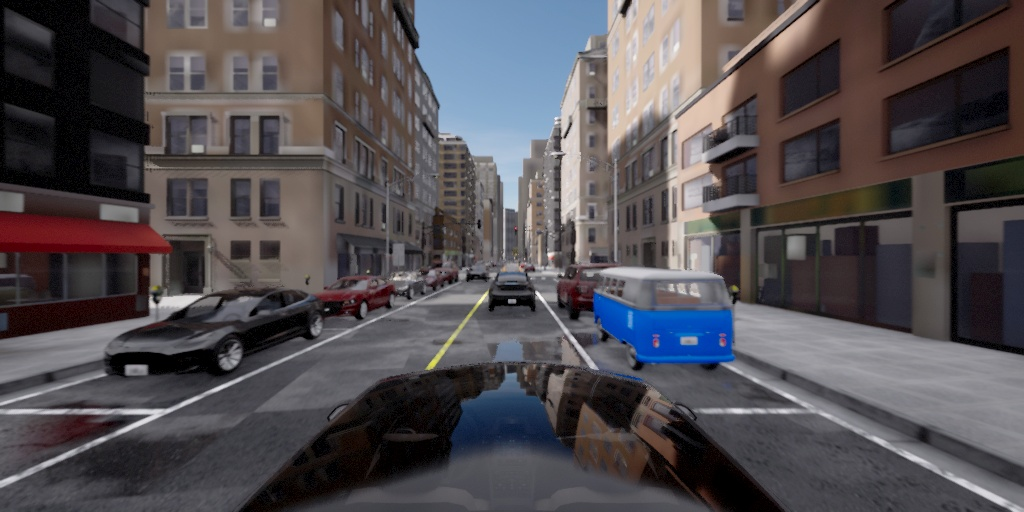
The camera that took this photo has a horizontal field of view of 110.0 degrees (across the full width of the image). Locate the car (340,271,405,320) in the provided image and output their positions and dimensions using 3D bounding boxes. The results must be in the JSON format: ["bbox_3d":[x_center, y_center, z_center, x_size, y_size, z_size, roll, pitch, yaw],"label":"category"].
[{"bbox_3d":[-5.668,1.408,13.174,1.888,1.381,4.507,0,0,0],"label":"car"}]

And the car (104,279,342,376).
[{"bbox_3d":[-5.668,1.373,7.591,1.948,1.339,4.313,0,0,0],"label":"car"}]

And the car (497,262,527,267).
[{"bbox_3d":[0.015,1.508,29.508,1.882,1.535,5.008,0,-1,0],"label":"car"}]

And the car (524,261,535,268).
[{"bbox_3d":[2.862,1.911,56.945,1.802,1.307,4.207,0,0,0],"label":"car"}]

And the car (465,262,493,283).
[{"bbox_3d":[-3.016,1.568,32.409,1.837,1.490,4.892,0,-1,0],"label":"car"}]

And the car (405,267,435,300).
[{"bbox_3d":[-5.667,1.470,18.756,2.007,1.370,4.403,0,0,0],"label":"car"}]

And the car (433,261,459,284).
[{"bbox_3d":[-5.666,1.349,29.921,2.192,1.841,5.009,0,0,0],"label":"car"}]

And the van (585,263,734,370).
[{"bbox_3d":[2.857,1.148,7.611,1.690,1.789,3.998,0,0,0],"label":"van"}]

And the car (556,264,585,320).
[{"bbox_3d":[2.858,1.178,13.195,2.192,1.841,5.009,0,0,0],"label":"car"}]

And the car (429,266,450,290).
[{"bbox_3d":[-5.666,1.558,24.338,1.802,1.307,4.207,0,0,0],"label":"car"}]

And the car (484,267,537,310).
[{"bbox_3d":[0.023,1.392,15.372,1.837,1.490,4.892,0,0,0],"label":"car"}]
